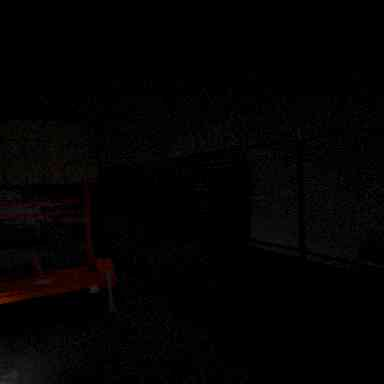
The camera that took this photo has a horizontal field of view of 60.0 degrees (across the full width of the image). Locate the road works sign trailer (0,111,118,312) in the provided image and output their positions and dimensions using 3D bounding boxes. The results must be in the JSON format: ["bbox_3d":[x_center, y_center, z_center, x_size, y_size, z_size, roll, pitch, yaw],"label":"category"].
[{"bbox_3d":[-2.999,0.310,6.440,2.380,3.560,2.880,-3,2,-29],"label":"road works sign trailer"}]
